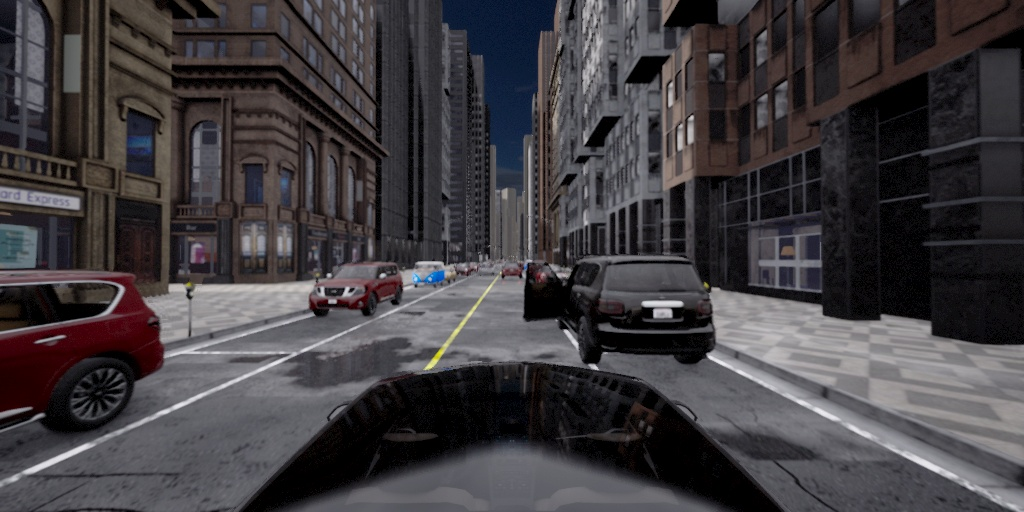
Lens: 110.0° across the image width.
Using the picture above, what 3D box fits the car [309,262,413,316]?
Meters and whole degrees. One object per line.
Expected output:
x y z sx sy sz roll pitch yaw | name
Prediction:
-5.786 1.173 14.046 2.192 1.841 5.009 0 0 0 | car

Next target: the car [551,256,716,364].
2.384 1.028 8.365 2.150 2.045 5.566 0 -1 0 | car

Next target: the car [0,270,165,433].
-5.761 1.076 2.844 2.192 1.841 5.009 0 0 0 | car

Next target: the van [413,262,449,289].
-5.811 1.299 25.249 1.690 1.789 3.998 0 0 0 | van

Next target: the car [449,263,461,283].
-5.823 1.534 30.680 1.751 1.417 4.829 0 0 0 | car

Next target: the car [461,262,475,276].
-5.849 1.552 42.054 1.967 1.591 4.097 0 0 0 | car

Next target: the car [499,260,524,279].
-0.003 1.421 37.547 2.097 1.767 4.553 0 -1 0 | car

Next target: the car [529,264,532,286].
2.702 1.589 30.883 1.802 1.307 4.207 0 0 0 | car

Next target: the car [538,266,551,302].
2.727 1.457 19.680 2.007 1.370 4.403 0 0 0 | car

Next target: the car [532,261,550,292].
2.714 1.396 25.282 1.967 1.591 4.097 0 0 0 | car

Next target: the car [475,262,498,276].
-3.115 1.739 44.954 1.895 1.301 4.718 0 -1 0 | car

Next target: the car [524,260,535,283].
2.689 1.373 36.485 2.192 1.841 5.009 0 0 0 | car
